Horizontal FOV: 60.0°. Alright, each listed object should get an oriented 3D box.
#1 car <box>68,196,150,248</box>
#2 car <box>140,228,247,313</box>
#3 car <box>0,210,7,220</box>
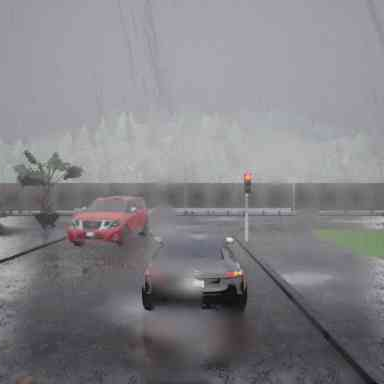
[{"bbox_3d":[-3.485,1.221,15.189,2.150,2.045,5.566,0,0,7],"label":"car"},{"bbox_3d":[0.053,1.564,7.771,1.994,1.385,4.181,0,0,0],"label":"car"},{"bbox_3d":[-16.344,1.564,25.053,4.181,1.385,1.994,0,0,0],"label":"car"}]
